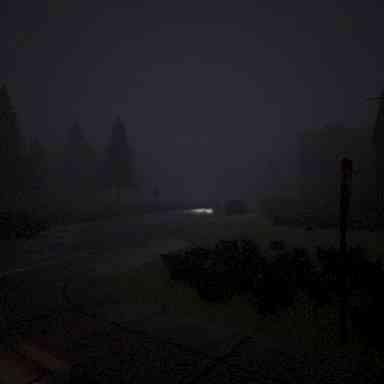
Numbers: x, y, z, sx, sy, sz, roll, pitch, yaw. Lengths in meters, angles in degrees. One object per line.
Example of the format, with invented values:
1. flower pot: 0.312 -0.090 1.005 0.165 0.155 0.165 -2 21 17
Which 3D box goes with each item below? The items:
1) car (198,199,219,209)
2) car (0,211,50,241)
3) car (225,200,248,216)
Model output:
1. car: 2.390 1.620 47.112 1.895 1.301 4.718 0 0 20
2. car: -8.939 1.594 14.966 2.033 1.411 5.357 0 0 19
3. car: 4.397 1.500 33.134 1.816 1.474 4.193 -6 -1 17
